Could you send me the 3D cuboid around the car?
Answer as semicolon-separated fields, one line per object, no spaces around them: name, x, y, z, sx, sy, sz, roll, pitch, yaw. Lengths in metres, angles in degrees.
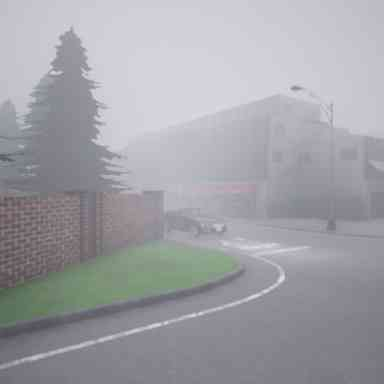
car;-0.014;1.652;19.009;2.128;1.511;4.902;0;0;-35
